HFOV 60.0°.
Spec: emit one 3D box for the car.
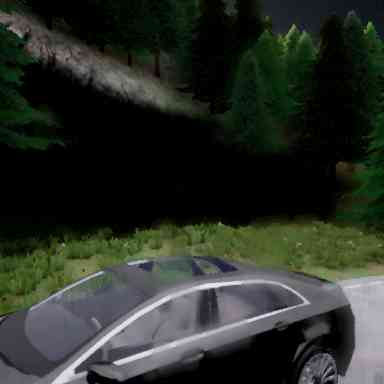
[{"bbox_3d":[-0.418,1.491,3.309,4.902,1.511,2.128,0,0,-32],"label":"car"}]
